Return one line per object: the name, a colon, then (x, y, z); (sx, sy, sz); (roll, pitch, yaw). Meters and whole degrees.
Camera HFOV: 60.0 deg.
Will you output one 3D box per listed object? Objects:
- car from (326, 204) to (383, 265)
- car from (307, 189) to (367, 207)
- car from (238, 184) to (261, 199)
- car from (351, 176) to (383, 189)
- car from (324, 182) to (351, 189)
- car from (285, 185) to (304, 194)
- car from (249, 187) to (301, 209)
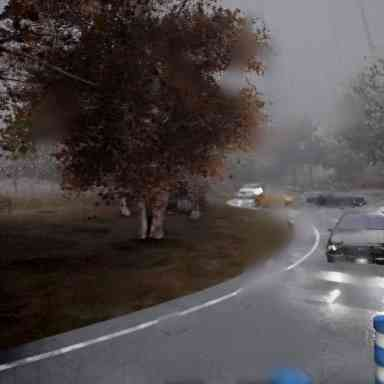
car: (5.749, 1.371, 11.116); (2.033, 1.411, 5.357); (-1, 1, 29)
car: (12.290, 0.683, 28.437); (1.895, 1.301, 4.718); (-4, 2, -31)
car: (8.367, -0.112, 47.713); (2.150, 2.045, 5.566); (-2, 2, 29)
car: (30.524, -1.661, 56.126); (5.566, 2.045, 2.150); (-2, 2, 10)
car: (26.202, -0.996, 59.574); (4.892, 1.490, 1.837); (-2, 2, -3)
car: (15.456, -0.276, 51.659); (4.902, 1.511, 2.128); (-4, 2, -38)
car: (7.596, 0.683, 31.012); (1.882, 1.535, 5.008); (-3, 3, -18)
